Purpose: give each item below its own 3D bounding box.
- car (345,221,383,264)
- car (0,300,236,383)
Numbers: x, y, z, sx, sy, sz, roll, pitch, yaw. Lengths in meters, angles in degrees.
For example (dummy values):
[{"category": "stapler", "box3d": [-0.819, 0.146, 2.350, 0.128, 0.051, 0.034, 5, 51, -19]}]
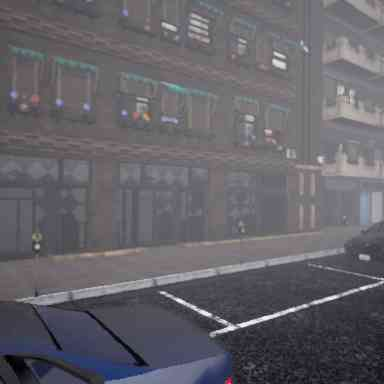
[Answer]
[{"category": "car", "box3d": [7.171, 1.696, 11.656, 4.313, 1.339, 1.947, 1, 0, -35]}, {"category": "car", "box3d": [-2.098, 1.540, 1.886, 5.357, 1.411, 2.033, 1, 0, -35]}]
